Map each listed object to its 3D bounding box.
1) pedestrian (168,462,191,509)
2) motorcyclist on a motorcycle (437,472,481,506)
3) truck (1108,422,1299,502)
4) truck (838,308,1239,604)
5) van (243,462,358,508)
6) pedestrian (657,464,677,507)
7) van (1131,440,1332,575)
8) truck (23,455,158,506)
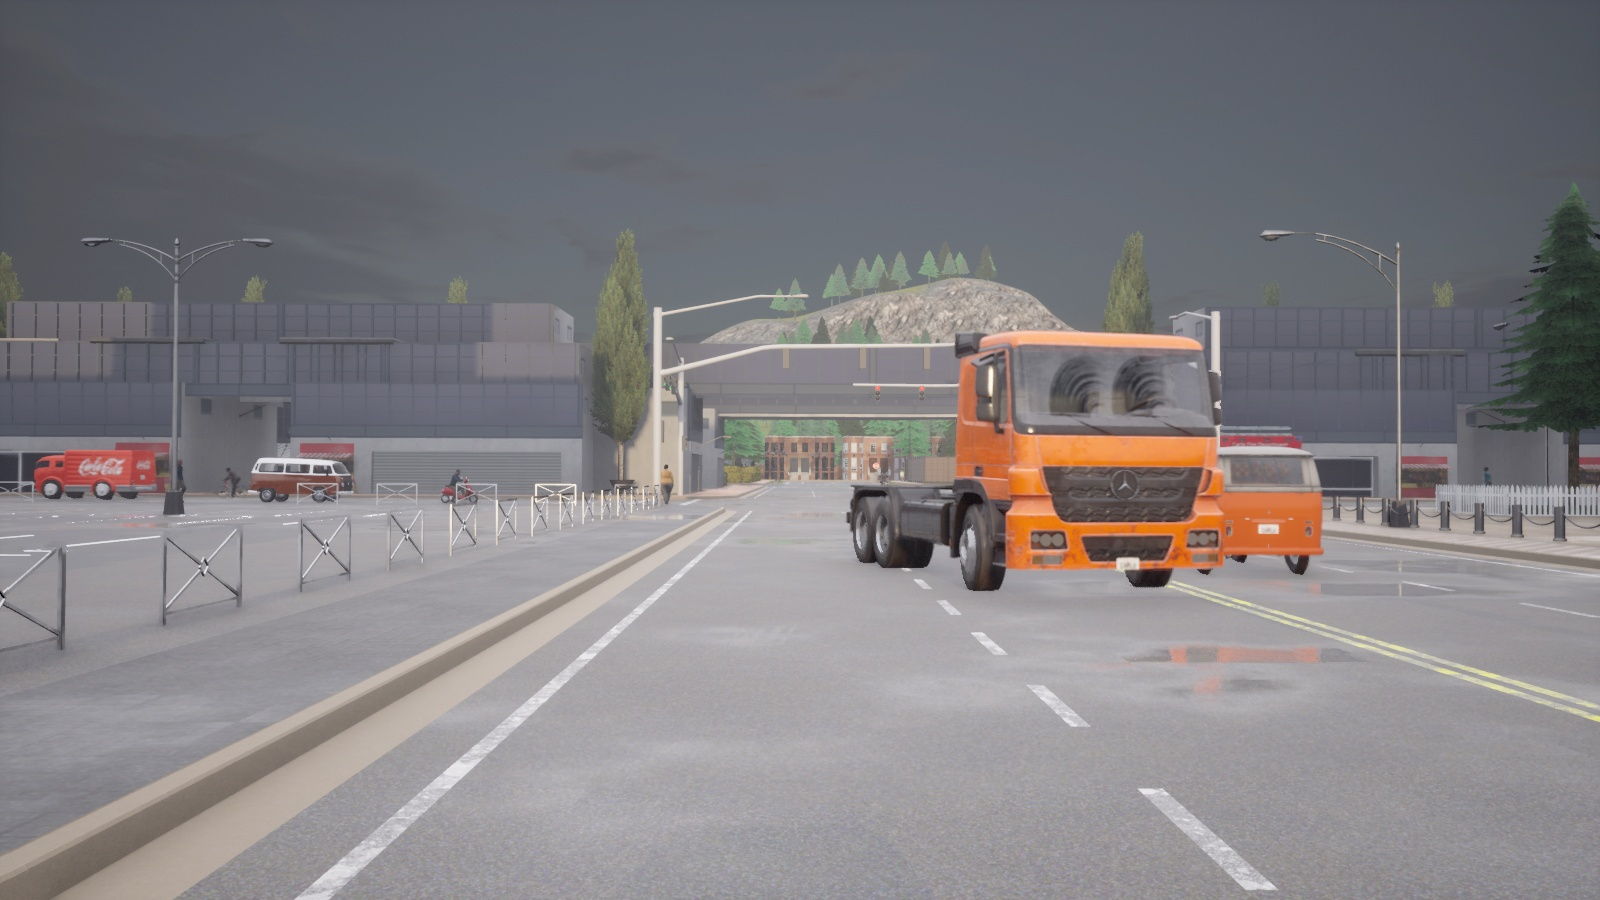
[{"bbox_3d":[-24.723,1.410,50.049,0.726,1.842,0.402,0,-1,14],"label":"pedestrian"},{"bbox_3d":[-15.840,1.808,58.317,1.817,1.590,0.866,0,-1,1],"label":"motorcyclist on a motorcycle"},{"bbox_3d":[19.797,0.608,61.926,8.468,3.827,2.891,0,-1,0],"label":"truck"},{"bbox_3d":[3.023,0.137,18.913,2.891,3.462,7.936,0,-1,-14],"label":"truck"},{"bbox_3d":[-23.209,1.603,58.494,4.480,2.038,2.069,1,-1,1],"label":"van"},{"bbox_3d":[-5.809,1.545,54.773,0.874,1.855,0.900,0,-1,-6],"label":"pedestrian"},{"bbox_3d":[6.953,0.887,20.766,1.775,1.987,4.442,0,-1,0],"label":"van"},{"bbox_3d":[-35.151,1.512,62.320,5.204,2.467,2.627,0,-1,2],"label":"truck"}]
